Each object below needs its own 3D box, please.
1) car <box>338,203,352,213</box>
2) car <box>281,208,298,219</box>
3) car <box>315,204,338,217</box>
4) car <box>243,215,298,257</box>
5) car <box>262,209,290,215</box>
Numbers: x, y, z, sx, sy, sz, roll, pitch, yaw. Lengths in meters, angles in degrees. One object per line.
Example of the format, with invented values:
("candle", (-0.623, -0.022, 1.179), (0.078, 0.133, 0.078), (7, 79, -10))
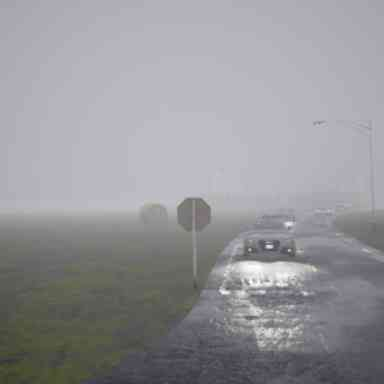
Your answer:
("car", (24.149, 2.534, 53.252), (1.837, 1.490, 4.892), (-2, -2, 37))
("car", (9.926, 2.342, 34.862), (1.994, 1.385, 4.181), (-2, -2, 25))
("car", (17.185, 2.453, 42.776), (1.895, 1.301, 4.718), (-2, -2, 29))
("car", (3.300, 1.893, 14.315), (1.994, 1.385, 4.181), (-2, -2, 12))
("car", (5.832, 2.156, 24.054), (1.895, 1.301, 4.718), (-2, -2, 17))
